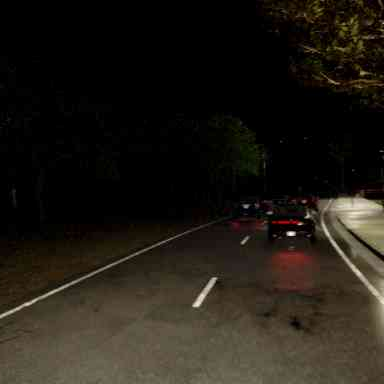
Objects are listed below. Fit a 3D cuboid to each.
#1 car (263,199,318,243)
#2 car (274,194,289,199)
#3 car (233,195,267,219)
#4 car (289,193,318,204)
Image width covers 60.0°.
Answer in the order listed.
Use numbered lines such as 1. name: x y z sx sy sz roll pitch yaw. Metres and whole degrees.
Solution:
1. car: 4.406 1.273 14.749 1.837 1.490 4.892 -2 0 17
2. car: 11.421 1.042 41.846 2.128 1.511 4.902 -2 0 24
3. car: 4.681 1.075 26.018 2.097 1.767 4.553 -2 0 22
4. car: 10.860 0.887 31.708 2.097 1.767 4.553 -2 0 23
